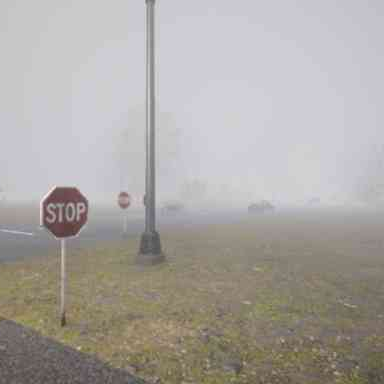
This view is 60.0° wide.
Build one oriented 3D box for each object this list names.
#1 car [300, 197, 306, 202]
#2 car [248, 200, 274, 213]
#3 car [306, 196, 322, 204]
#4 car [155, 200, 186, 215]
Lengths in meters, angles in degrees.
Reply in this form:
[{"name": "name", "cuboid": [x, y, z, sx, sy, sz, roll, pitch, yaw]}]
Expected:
[{"name": "car", "cuboid": [27.868, 1.806, 81.382, 1.895, 1.301, 4.718, 0, 0, 34]}, {"name": "car", "cuboid": [8.176, 1.656, 39.415, 1.812, 1.442, 4.674, 0, 0, 34]}, {"name": "car", "cuboid": [24.801, 1.555, 66.607, 2.097, 1.767, 4.553, 0, 0, 26]}, {"name": "car", "cuboid": [-2.605, 1.586, 35.924, 2.128, 1.511, 4.902, 0, 0, 34]}]
